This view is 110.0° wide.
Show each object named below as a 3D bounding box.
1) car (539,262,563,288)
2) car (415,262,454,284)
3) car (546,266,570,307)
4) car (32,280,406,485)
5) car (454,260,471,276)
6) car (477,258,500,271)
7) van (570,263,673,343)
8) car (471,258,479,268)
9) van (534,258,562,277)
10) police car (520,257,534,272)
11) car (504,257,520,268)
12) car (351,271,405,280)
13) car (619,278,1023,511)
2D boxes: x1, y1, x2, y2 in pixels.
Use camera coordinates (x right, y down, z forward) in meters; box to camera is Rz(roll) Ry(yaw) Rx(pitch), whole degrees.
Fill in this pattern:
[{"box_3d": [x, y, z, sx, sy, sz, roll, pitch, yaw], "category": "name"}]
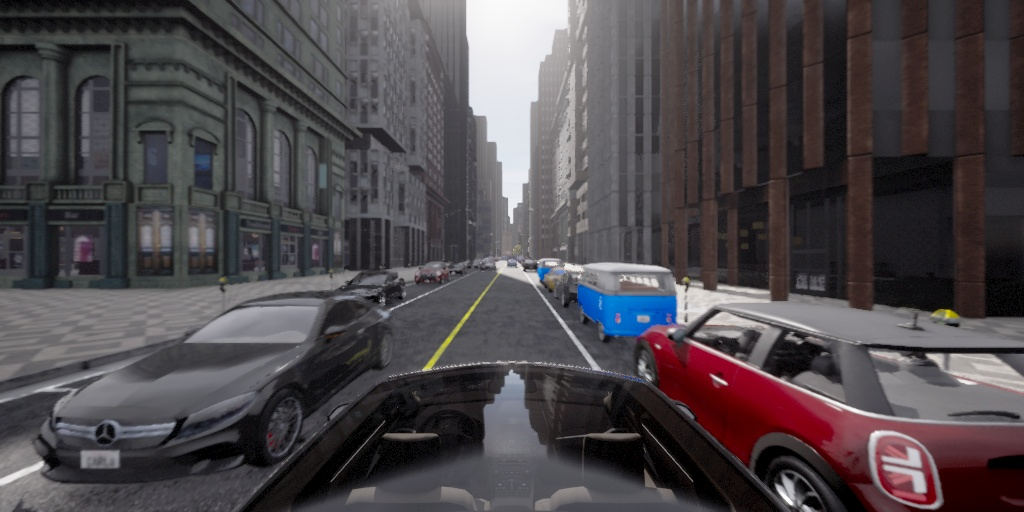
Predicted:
[{"box_3d": [2.767, 1.268, 20.846, 1.751, 1.417, 4.829, 0, 0, 0], "category": "car"}, {"box_3d": [-5.756, 1.181, 26.308, 1.967, 1.591, 4.097, 0, 0, 0], "category": "car"}, {"box_3d": [2.766, 1.294, 15.041, 2.007, 1.370, 4.403, 0, 0, 0], "category": "car"}, {"box_3d": [-3.100, 1.274, 5.029, 1.812, 1.442, 4.674, 0, 0, 0], "category": "car"}, {"box_3d": [-5.753, 1.307, 37.580, 1.948, 1.339, 4.313, 0, 0, 0], "category": "car"}, {"box_3d": [-3.063, 1.305, 47.238, 1.994, 1.385, 4.181, 0, 0, 0], "category": "car"}, {"box_3d": [2.764, 1.087, 9.404, 1.690, 1.789, 3.998, 0, 0, 0], "category": "van"}, {"box_3d": [-5.749, 1.306, 54.489, 1.948, 1.339, 4.313, 0, 0, 0], "category": "car"}, {"box_3d": [2.769, 1.082, 26.313, 1.690, 1.789, 3.998, 0, 0, 0], "category": "van"}, {"box_3d": [2.377, 1.165, 46.040, 1.930, 1.638, 5.238, 0, 0, 0], "category": "police car"}, {"box_3d": [0.016, 1.288, 62.913, 2.033, 1.411, 5.357, 0, 0, 0], "category": "car"}, {"box_3d": [-5.759, 1.310, 15.036, 1.948, 1.339, 4.313, 0, 0, 0], "category": "car"}, {"box_3d": [2.763, 1.189, 3.767, 1.967, 1.591, 4.097, 0, 0, 0], "category": "car"}]
